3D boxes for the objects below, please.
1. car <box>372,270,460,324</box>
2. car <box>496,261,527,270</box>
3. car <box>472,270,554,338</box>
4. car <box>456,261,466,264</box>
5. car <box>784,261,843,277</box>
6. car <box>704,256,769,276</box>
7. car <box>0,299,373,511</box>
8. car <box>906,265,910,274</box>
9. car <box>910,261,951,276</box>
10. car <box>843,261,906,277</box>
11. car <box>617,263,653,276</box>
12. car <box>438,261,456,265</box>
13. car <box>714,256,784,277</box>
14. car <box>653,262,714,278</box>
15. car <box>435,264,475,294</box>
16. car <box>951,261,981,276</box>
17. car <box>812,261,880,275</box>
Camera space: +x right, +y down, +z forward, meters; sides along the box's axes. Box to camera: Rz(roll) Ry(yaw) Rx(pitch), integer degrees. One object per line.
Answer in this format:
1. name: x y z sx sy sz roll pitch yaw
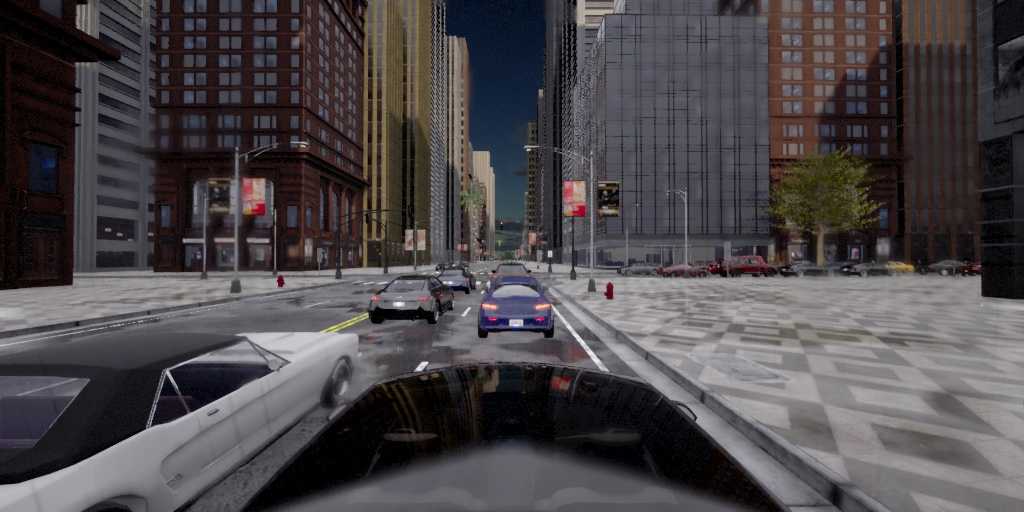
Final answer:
1. car: -3.166 1.326 12.051 1.994 1.385 4.181 0 0 0
2. car: -0.025 1.134 19.048 2.097 1.767 4.553 0 0 0
3. car: 0.093 1.284 10.062 1.812 1.442 4.674 0 0 0
4. car: -9.905 1.542 63.068 2.128 1.511 4.902 0 0 0
5. car: 26.549 1.274 32.290 4.313 1.339 1.948 0 0 -1
6. car: 23.757 1.006 38.025 5.566 2.045 2.150 0 -1 -1
7. car: -3.156 1.351 3.228 1.895 1.301 4.718 0 0 0
8. car: 43.153 1.293 41.097 4.829 1.417 1.751 0 0 -1
9. car: 42.752 1.204 35.190 4.892 1.490 1.837 0 -1 -1
10. car: 32.186 1.258 32.385 4.313 1.339 1.948 0 0 -1
11. car: 13.233 1.383 37.841 4.181 1.385 1.994 0 -1 -1
12. car: -9.914 1.542 52.783 1.994 1.385 4.181 0 0 0
13. car: 20.912 1.039 32.194 5.009 1.841 2.192 0 0 -1
14. car: 15.273 1.325 32.099 4.207 1.307 1.802 0 0 -1
15. car: -3.177 1.352 20.439 1.994 1.385 4.181 0 0 0
16. car: 43.462 1.212 32.577 4.507 1.381 1.888 0 0 -1
17. car: 35.478 1.300 38.203 5.357 1.411 2.033 0 -1 -1
